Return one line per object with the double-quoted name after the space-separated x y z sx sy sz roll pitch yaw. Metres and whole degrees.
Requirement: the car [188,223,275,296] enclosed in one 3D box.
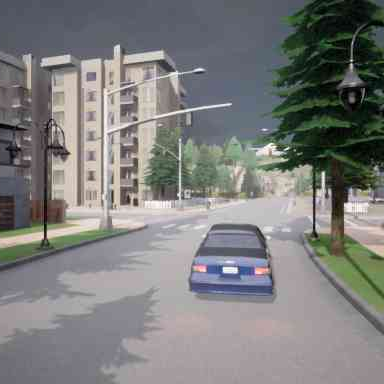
1.138 1.547 8.865 2.033 1.411 5.357 0 0 9 "car"
